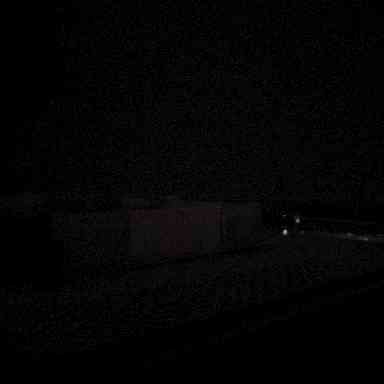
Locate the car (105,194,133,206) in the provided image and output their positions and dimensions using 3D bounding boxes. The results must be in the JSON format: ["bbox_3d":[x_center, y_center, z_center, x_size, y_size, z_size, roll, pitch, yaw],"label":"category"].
[{"bbox_3d":[-7.509,1.002,36.666,1.882,1.535,5.008,0,1,-36],"label":"car"}]

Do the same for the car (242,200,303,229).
[{"bbox_3d":[4.370,1.280,20.203,2.128,1.511,4.902,0,1,-36],"label":"car"}]

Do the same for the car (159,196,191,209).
[{"bbox_3d":[-1.492,1.137,28.313,1.882,1.535,5.008,0,1,-36],"label":"car"}]

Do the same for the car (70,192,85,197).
[{"bbox_3d":[-20.241,0.740,59.291,2.033,1.411,5.357,0,1,-36],"label":"car"}]

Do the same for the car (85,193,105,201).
[{"bbox_3d":[-14.499,0.851,51.345,1.812,1.442,4.674,0,1,-36],"label":"car"}]
